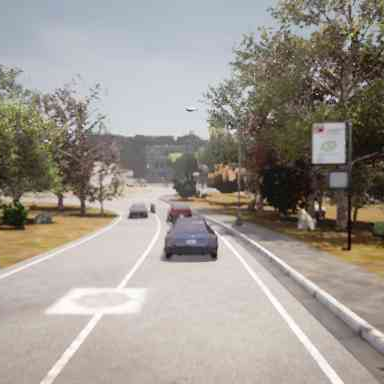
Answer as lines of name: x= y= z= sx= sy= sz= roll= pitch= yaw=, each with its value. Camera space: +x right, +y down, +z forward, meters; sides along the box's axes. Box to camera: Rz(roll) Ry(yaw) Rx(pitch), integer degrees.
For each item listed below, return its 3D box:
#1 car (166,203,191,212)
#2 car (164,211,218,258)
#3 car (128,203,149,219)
car: x=-1.150 y=1.730 z=28.811 sx=1.882 sy=1.535 sz=5.008 roll=-1 pitch=0 yaw=-7
car: x=-0.053 y=1.696 z=13.419 sx=1.994 sy=1.385 sz=4.181 roll=0 pitch=0 yaw=-1
car: x=-5.388 y=1.803 z=33.535 sx=2.033 sy=1.411 sz=5.357 roll=-1 pitch=1 yaw=-10
